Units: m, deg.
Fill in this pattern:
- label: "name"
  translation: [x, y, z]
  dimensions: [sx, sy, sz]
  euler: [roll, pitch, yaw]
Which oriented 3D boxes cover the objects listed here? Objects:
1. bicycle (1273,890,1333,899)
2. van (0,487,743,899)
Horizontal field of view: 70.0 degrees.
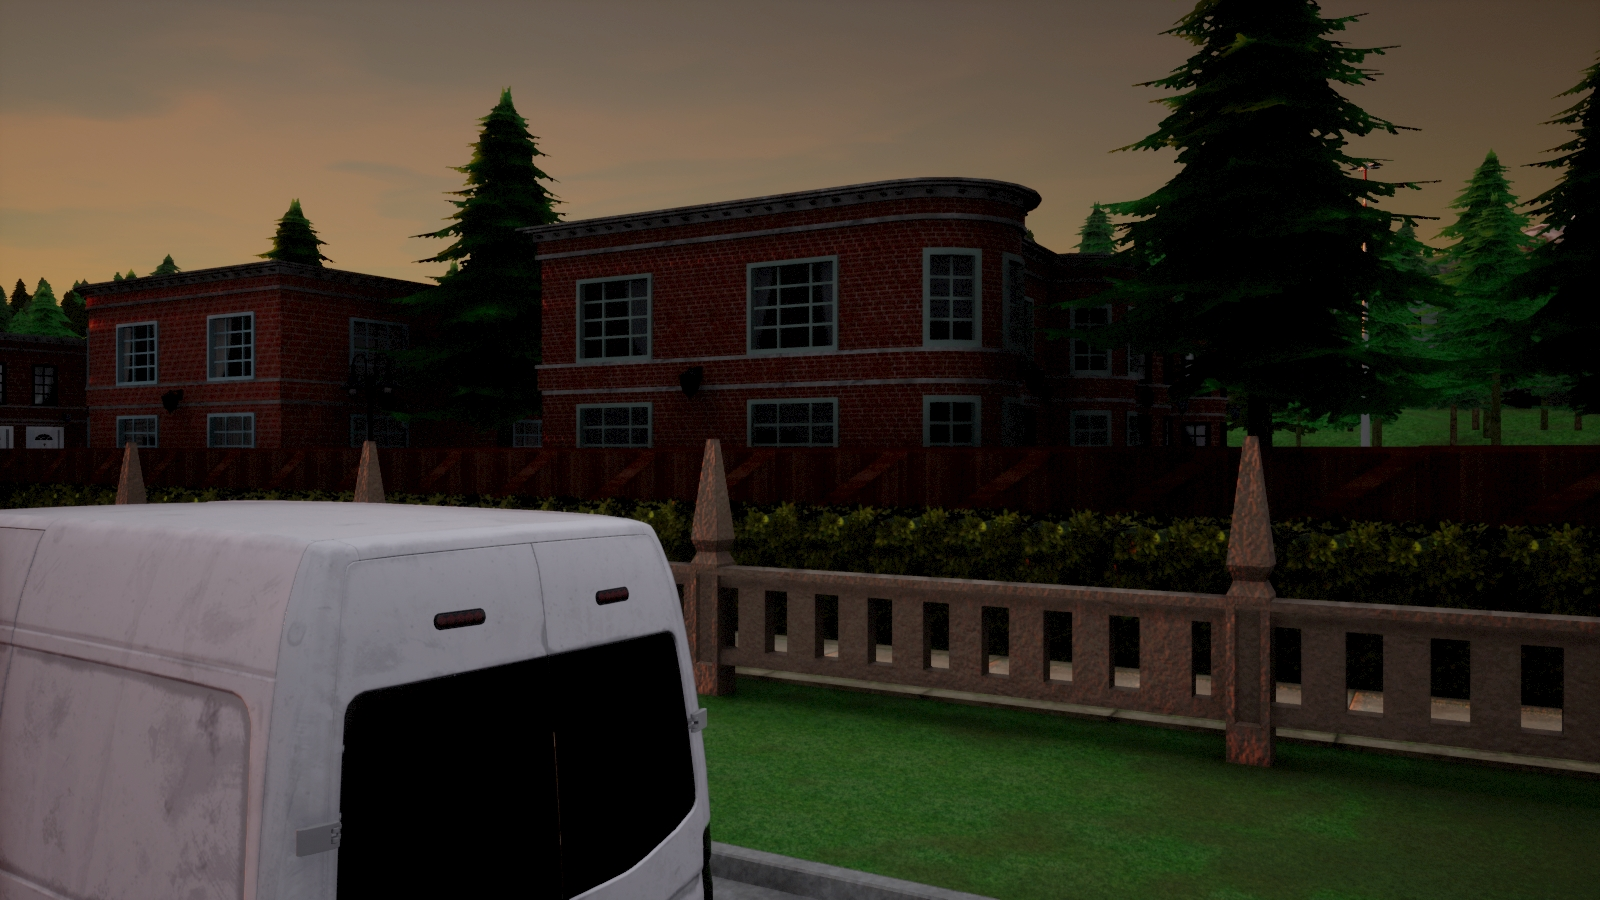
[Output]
- label: "bicycle"
  translation: [2.143, 2.060, 2.830]
  dimensions: [1.835, 1.471, 0.329]
  euler: [0, 0, 30]
- label: "van"
  translation: [-3.240, 1.534, 5.467]
  dimensions: [5.915, 2.561, 1.988]
  euler: [0, 0, 34]
